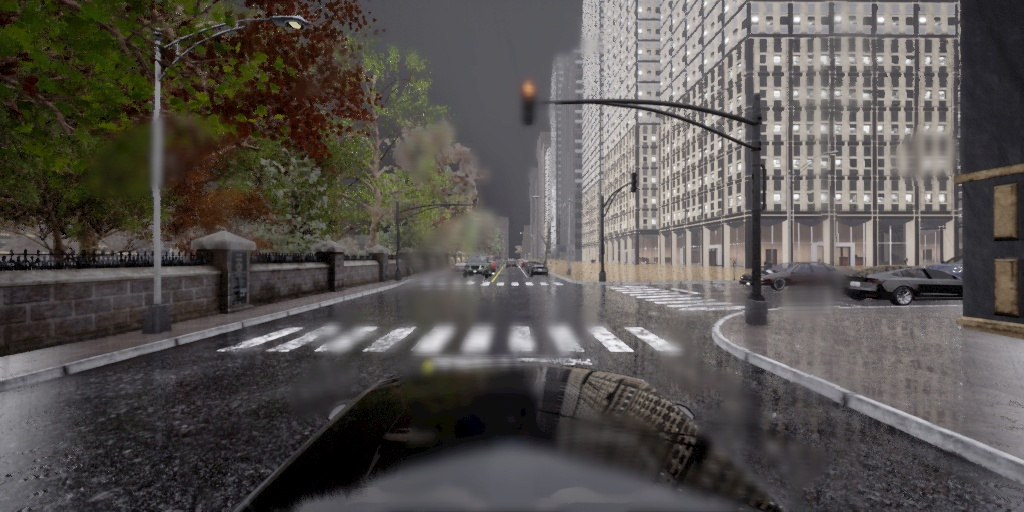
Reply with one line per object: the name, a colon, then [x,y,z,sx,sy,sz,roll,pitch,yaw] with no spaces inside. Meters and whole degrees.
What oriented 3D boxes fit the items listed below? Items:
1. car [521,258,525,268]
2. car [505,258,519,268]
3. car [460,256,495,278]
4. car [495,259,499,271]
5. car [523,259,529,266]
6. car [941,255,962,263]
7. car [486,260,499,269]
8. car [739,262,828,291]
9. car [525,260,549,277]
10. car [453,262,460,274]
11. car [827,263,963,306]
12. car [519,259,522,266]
car: [2.614,1.338,46.967,1.948,1.339,4.313,0,0,0]
car: [-0.103,1.294,62.533,1.837,1.490,4.892,0,0,0]
car: [-3.124,0.984,33.800,2.150,2.045,5.566,0,0,2]
car: [-3.174,0.990,45.707,2.150,2.045,5.566,0,0,0]
car: [2.623,1.334,41.335,1.948,1.339,4.313,0,0,0]
car: [24.509,0.669,19.002,4.553,1.767,2.097,-1,0,0]
car: [-3.169,1.349,59.316,1.994,1.385,4.181,0,0,0]
car: [15.111,1.025,18.937,5.357,1.411,2.033,-1,0,0]
car: [2.633,1.330,35.702,1.948,1.339,4.313,0,0,0]
car: [-5.757,1.350,41.321,1.802,1.307,4.207,0,0,0]
car: [14.666,1.026,13.139,4.313,1.339,1.948,0,0,0]
car: [2.587,1.336,63.865,1.888,1.381,4.507,0,0,0]
